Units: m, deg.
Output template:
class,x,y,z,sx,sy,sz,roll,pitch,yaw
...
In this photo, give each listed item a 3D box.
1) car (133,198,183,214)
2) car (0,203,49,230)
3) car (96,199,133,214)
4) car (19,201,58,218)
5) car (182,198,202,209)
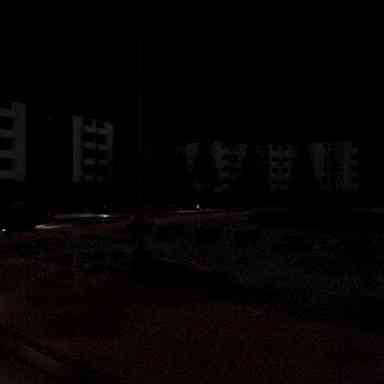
class,x,y,z,sx,sy,sz,roll,pitch,yaw
car,-3.527,1.601,35.449,1.895,1.301,4.718,0,0,42
car,-11.176,1.547,18.526,2.033,1.411,5.357,0,0,33
car,-7.936,1.478,35.764,1.882,1.535,5.008,0,0,40
car,-13.688,1.505,27.760,1.837,1.490,4.892,0,0,34
car,-0.887,1.504,42.739,4.892,1.490,1.837,0,0,-37
